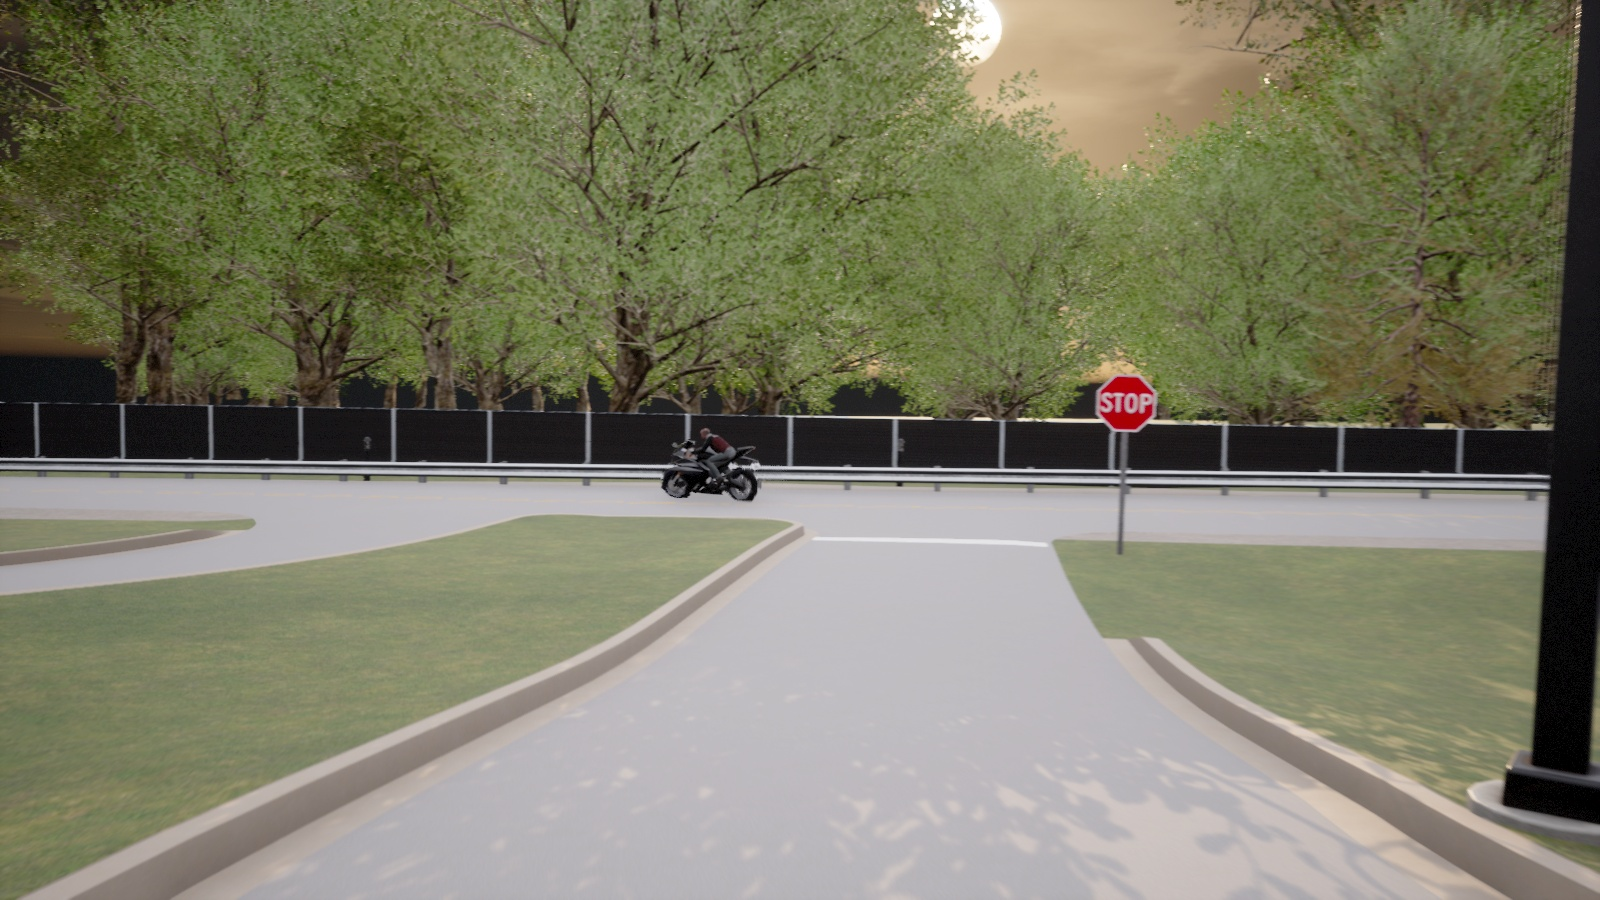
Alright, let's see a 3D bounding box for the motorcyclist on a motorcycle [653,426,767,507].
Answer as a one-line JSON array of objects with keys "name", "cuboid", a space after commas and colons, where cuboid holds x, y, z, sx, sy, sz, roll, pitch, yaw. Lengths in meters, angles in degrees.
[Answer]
[{"name": "motorcyclist on a motorcycle", "cuboid": [-1.865, 0.316, 25.925, 2.191, 1.530, 0.866, 2, 4, 25]}]
